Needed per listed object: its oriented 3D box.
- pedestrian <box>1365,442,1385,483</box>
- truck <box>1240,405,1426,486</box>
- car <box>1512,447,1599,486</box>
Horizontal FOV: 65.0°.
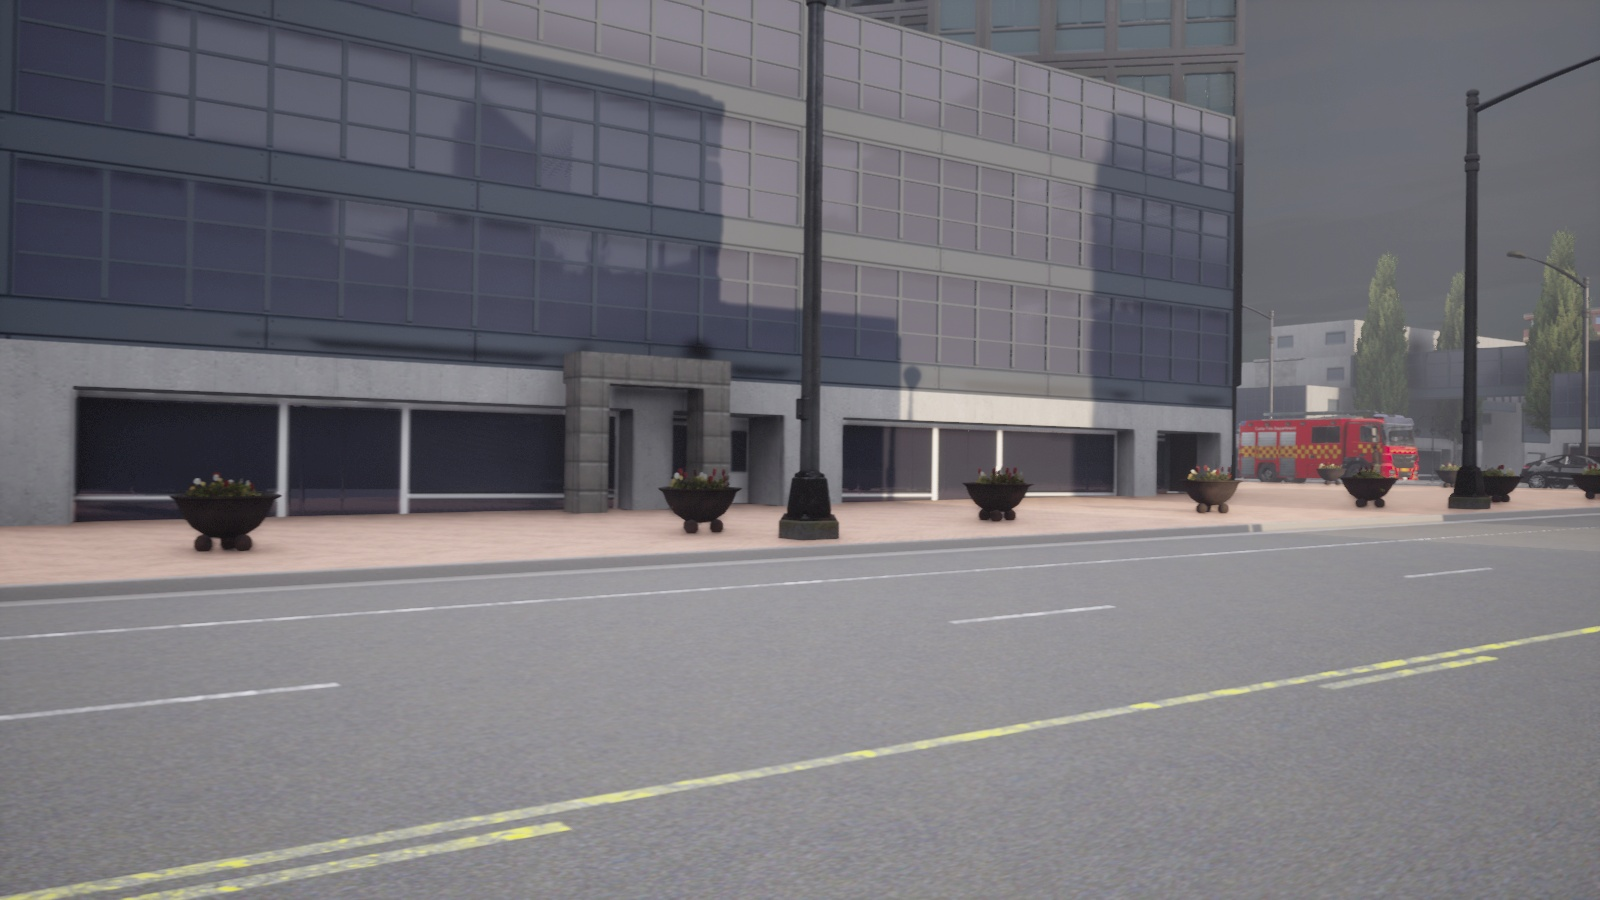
[{"bbox_3d":[26.257,0.563,57.349,0.431,1.840,0.703,1,-1,-18],"label":"pedestrian"},{"bbox_3d":[26.887,-0.190,63.790,2.891,3.827,8.468,1,-1,-34],"label":"truck"},{"bbox_3d":[33.693,0.713,53.857,2.152,1.651,5.027,1,-1,-34],"label":"car"}]
